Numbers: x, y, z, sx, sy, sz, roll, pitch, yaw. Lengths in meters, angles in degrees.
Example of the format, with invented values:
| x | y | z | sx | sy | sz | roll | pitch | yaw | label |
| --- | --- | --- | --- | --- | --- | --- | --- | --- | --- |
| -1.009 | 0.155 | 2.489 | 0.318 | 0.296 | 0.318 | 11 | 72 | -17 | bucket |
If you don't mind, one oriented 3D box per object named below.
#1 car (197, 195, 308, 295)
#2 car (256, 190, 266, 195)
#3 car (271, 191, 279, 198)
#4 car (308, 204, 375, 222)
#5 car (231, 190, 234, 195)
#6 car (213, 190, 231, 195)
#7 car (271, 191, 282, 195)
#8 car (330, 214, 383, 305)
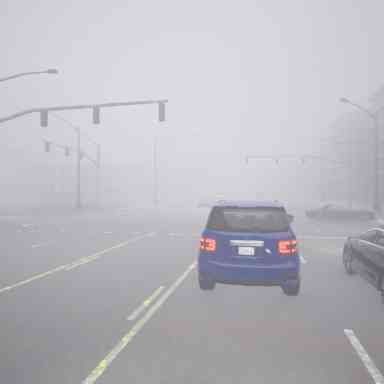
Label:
| x | y | z | sx | sy | sz | roll | pitch | yaw | label |
| --- | --- | --- | --- | --- | --- | --- | --- | --- | --- |
| 1.562 | 1.221 | 9.002 | 2.150 | 2.045 | 5.566 | 0 | 0 | 11 | car |
| 15.636 | 0.904 | 75.482 | 1.994 | 1.385 | 4.181 | 0 | 1 | 11 | car |
| 21.057 | 0.609 | 84.593 | 1.837 | 1.490 | 4.892 | 0 | 1 | 11 | car |
| 10.875 | 1.578 | 24.520 | 4.718 | 1.301 | 1.895 | 0 | 0 | 20 | car |
| 8.319 | 0.621 | 74.621 | 2.150 | 2.045 | 5.566 | 0 | 1 | 11 | car |
| 5.137 | 0.887 | 59.339 | 2.150 | 2.045 | 5.566 | 0 | 2 | 12 | car |
| 19.059 | 0.707 | 74.747 | 2.097 | 1.767 | 4.553 | 0 | 1 | 11 | car |
| 4.822 | 1.492 | 7.464 | 2.128 | 1.511 | 4.902 | 0 | 0 | 11 | car |
